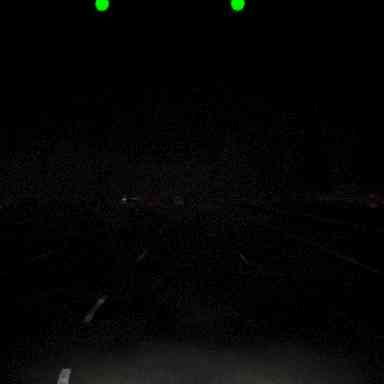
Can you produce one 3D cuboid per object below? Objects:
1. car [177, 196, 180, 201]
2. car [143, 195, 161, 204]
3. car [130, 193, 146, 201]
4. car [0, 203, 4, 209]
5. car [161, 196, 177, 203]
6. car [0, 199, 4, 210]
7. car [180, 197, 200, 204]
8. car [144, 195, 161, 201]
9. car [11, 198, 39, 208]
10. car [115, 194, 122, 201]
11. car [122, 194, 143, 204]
[{"bbox_3d":[-3.482,1.561,72.245,1.895,1.301,4.718,0,0,-26],"label":"car"},{"bbox_3d":[-8.275,1.321,65.196,2.097,1.767,4.553,0,0,-22],"label":"car"},{"bbox_3d":[-12.216,1.151,74.569,2.097,1.767,4.553,0,0,-30],"label":"car"},{"bbox_3d":[-21.015,1.475,33.194,2.128,1.511,4.902,0,0,0],"label":"car"},{"bbox_3d":[-5.194,1.530,66.935,1.994,1.385,4.181,0,0,-22],"label":"car"},{"bbox_3d":[-24.554,1.582,39.443,1.895,1.301,4.718,0,0,0],"label":"car"},{"bbox_3d":[-0.121,1.570,62.667,1.895,1.301,4.718,0,0,-18],"label":"car"},{"bbox_3d":[-9.083,1.334,76.124,2.033,1.411,5.357,0,0,-30],"label":"car"},{"bbox_3d":[-21.222,1.471,42.458,2.128,1.511,4.902,0,0,-3],"label":"car"},{"bbox_3d":[-15.379,1.297,73.065,1.837,1.490,4.892,0,0,-30],"label":"car"},{"bbox_3d":[-11.400,1.462,63.519,2.128,1.511,4.902,0,0,-22],"label":"car"}]
